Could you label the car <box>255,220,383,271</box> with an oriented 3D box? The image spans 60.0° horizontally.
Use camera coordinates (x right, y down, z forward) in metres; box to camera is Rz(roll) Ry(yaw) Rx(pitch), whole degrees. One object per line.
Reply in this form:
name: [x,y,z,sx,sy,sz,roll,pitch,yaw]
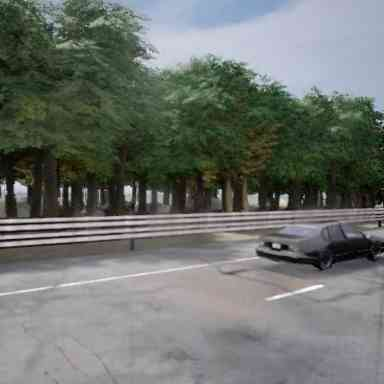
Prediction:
car: [4.590,1.694,11.414,5.357,1.411,2.033,1,-1,-35]
